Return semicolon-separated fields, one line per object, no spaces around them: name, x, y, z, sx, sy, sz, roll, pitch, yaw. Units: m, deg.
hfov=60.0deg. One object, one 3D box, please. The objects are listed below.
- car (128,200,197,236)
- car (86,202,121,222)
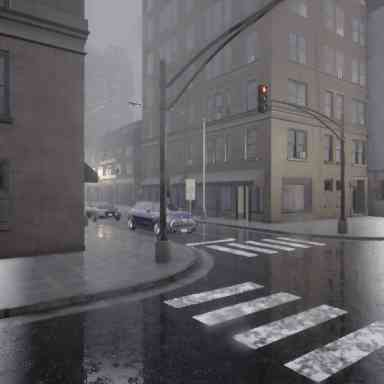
car;-1.692;1.269;17.936;2.097;1.767;4.553;0;0;-36
car;-6.991;1.433;25.336;1.994;1.385;4.181;0;0;-35
